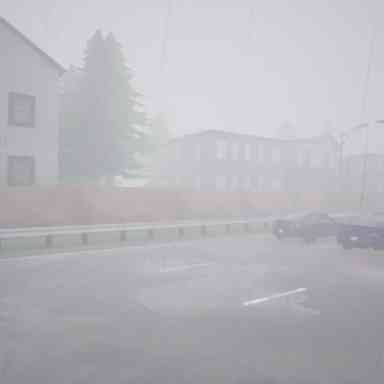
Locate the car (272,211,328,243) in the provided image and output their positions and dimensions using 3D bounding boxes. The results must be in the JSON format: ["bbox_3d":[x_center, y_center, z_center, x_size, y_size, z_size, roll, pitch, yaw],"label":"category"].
[{"bbox_3d":[6.006,1.663,16.760,4.674,1.442,1.812,0,0,-35],"label":"car"}]

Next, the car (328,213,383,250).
[{"bbox_3d":[8.117,1.616,13.966,5.008,1.535,1.882,0,0,-35],"label":"car"}]
